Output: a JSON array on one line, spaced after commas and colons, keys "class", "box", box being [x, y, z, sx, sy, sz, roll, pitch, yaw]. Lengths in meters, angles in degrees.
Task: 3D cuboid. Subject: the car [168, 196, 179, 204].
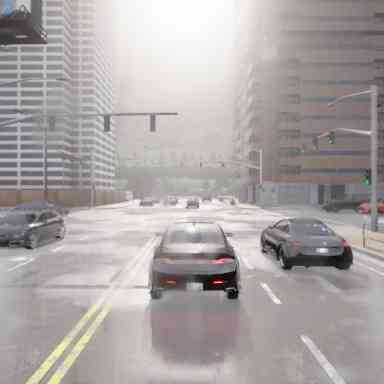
[{"class": "car", "box": [-3.645, 1.505, 64.988, 1.837, 1.490, 4.892, 0, 0, 0]}]

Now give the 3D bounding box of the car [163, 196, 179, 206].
[{"class": "car", "box": [-3.673, 1.491, 55.049, 2.128, 1.511, 4.902, 0, 0, 0]}]

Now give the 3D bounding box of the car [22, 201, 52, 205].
[{"class": "car", "box": [-13.165, 1.525, 29.399, 4.674, 1.442, 1.812, 0, 0, 0]}]

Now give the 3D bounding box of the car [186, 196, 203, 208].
[{"class": "car", "box": [0.087, 1.547, 48.737, 2.033, 1.411, 5.357, 0, 0, 0]}]

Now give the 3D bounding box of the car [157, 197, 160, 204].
[{"class": "car", "box": [-7.152, 1.526, 63.167, 1.812, 1.442, 4.674, 0, 0, 1]}]

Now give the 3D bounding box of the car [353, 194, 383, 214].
[{"class": "car", "box": [18.967, 1.352, 32.960, 4.553, 1.767, 2.097, 0, 0, 0]}]

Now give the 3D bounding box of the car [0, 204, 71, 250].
[{"class": "car", "box": [-7.044, 1.504, 14.368, 1.837, 1.490, 4.892, 1, 0, -1]}]

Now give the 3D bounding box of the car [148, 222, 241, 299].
[{"class": "car", "box": [0.052, 1.492, 8.420, 2.128, 1.511, 4.902, 0, 0, 0]}]

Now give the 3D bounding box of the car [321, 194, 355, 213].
[{"class": "car", "box": [17.141, 1.221, 36.480, 5.566, 2.045, 2.150, 0, 0, 0]}]

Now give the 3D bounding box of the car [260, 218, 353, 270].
[{"class": "car", "box": [3.563, 1.564, 11.072, 1.994, 1.385, 4.181, 0, 0, 0]}]

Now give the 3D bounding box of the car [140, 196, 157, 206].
[{"class": "car", "box": [-7.177, 1.526, 53.254, 1.812, 1.442, 4.674, 0, 0, 1]}]

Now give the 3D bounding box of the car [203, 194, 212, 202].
[{"class": "car", "box": [3.382, 1.355, 76.795, 2.097, 1.767, 4.553, 0, 0, 0]}]
